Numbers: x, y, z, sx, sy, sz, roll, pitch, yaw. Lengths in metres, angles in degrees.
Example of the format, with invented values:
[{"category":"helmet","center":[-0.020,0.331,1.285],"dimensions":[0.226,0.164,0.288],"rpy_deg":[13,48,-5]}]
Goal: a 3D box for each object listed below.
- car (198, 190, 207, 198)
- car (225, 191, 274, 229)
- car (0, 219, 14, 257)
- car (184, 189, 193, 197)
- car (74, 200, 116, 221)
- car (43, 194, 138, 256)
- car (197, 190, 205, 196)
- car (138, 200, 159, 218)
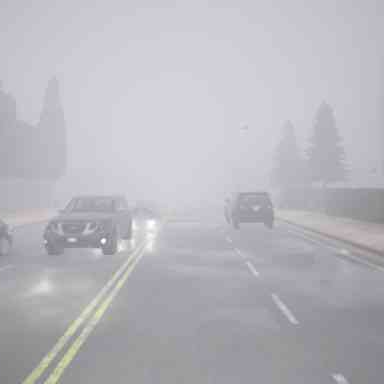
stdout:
[{"category":"car","center":[2.614,0.559,80.348],"dimensions":[2.128,1.511,4.902],"rpy_deg":[0,1,-1]},{"category":"car","center":[3.288,0.971,19.838],"dimensions":[2.150,2.045,5.566],"rpy_deg":[0,1,-1]},{"category":"car","center":[-7.193,1.446,9.808],"dimensions":[1.837,1.490,4.892],"rpy_deg":[0,0,-1]},{"category":"car","center":[-1.006,0.092,90.769],"dimensions":[2.150,2.045,5.566],"rpy_deg":[0,1,-1]},{"category":"car","center":[-7.345,1.355,25.744],"dimensions":[1.895,1.301,4.718],"rpy_deg":[0,1,0]},{"category":"car","center":[-3.731,1.098,13.028],"dimensions":[2.150,2.045,5.566],"rpy_deg":[0,0,-1]},{"category":"car","center":[2.496,0.317,90.781],"dimensions":[1.882,1.535,5.008],"rpy_deg":[0,1,-1]},{"category":"car","center":[-3.853,1.310,27.253],"dimensions":[1.895,1.301,4.718],"rpy_deg":[0,1,0]}]
